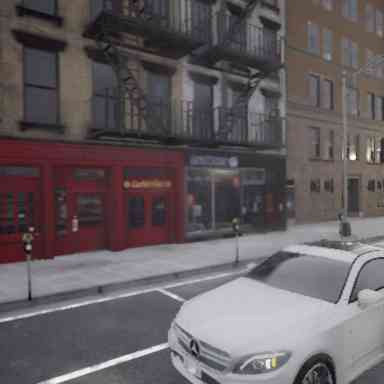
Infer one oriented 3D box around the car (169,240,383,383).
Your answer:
[{"bbox_3d":[1.896,1.487,4.730,4.674,1.442,1.812,-1,0,-35],"label":"car"}]
